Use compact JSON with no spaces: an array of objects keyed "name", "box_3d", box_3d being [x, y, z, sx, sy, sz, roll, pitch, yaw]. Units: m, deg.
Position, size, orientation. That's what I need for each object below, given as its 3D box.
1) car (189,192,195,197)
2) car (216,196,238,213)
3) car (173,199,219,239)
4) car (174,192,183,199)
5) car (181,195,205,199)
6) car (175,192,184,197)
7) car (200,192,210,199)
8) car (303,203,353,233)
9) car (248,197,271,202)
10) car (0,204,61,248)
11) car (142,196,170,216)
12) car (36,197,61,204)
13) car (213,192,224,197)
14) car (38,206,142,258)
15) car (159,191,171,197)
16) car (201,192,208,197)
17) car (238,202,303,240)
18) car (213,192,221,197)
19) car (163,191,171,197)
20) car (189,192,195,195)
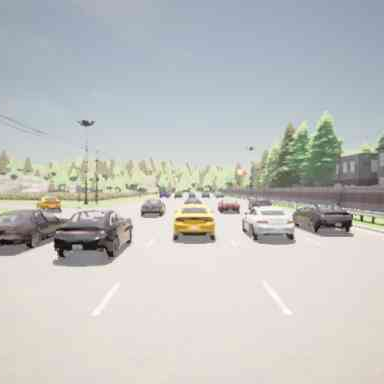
[{"name":"car","box_3d":[0.001,0.661,93.744,1.882,1.535,5.008,0,0,0]},{"name":"car","box_3d":[3.601,1.369,33.411,1.895,1.301,4.718,0,0,0]},{"name":"car","box_3d":[0.101,1.360,16.631,1.882,1.535,5.008,0,0,0]},{"name":"car","box_3d":[-3.499,0.915,83.326,1.837,1.490,4.892,0,0,0]},{"name":"car","box_3d":[0.100,1.317,35.524,1.994,1.385,4.181,0,0,0]},{"name":"car","box_3d":[-3.499,0.708,93.745,2.128,1.511,4.902,0,0,0]},{"name":"car","box_3d":[3.501,0.892,83.326,1.882,1.535,5.008,0,0,0]},{"name":"car","box_3d":[7.100,1.362,18.551,2.128,1.511,4.902,0,0,0]},{"name":"car","box_3d":[7.100,1.249,34.934,2.128,1.511,4.902,0,0,0]},{"name":"car","box_3d":[-6.902,1.446,14.065,2.033,1.411,5.357,0,0,0]},{"name":"car","box_3d":[-3.399,1.340,29.638,2.033,1.411,5.357,0,0,0]},{"name":"car","box_3d":[-15.136,1.235,34.946,1.882,1.535,5.008,0,0,-33]},{"name":"car","box_3d":[7.001,0.939,83.326,2.128,1.511,4.902,0,0,0]},{"name":"car","box_3d":[-3.401,1.404,12.285,2.128,1.511,4.902,0,0,0]},{"name":"car","box_3d":[-6.999,0.640,83.354,2.150,2.045,5.566,0,0,0]},{"name":"car","box_3d":[3.501,0.683,93.744,1.837,1.490,4.892,0,0,0]},{"name":"car","box_3d":[3.600,1.412,16.211,1.812,1.442,4.674,0,0,0]},{"name":"car","box_3d":[7.001,0.707,93.745,1.812,1.442,4.674,0,0,0]},{"name":"car","box_3d":[-6.999,0.539,93.714,2.097,1.767,4.553,0,0,0]},{"name":"car","box_3d":[0.001,0.892,83.326,1.882,1.535,5.008,0,0,0]}]
